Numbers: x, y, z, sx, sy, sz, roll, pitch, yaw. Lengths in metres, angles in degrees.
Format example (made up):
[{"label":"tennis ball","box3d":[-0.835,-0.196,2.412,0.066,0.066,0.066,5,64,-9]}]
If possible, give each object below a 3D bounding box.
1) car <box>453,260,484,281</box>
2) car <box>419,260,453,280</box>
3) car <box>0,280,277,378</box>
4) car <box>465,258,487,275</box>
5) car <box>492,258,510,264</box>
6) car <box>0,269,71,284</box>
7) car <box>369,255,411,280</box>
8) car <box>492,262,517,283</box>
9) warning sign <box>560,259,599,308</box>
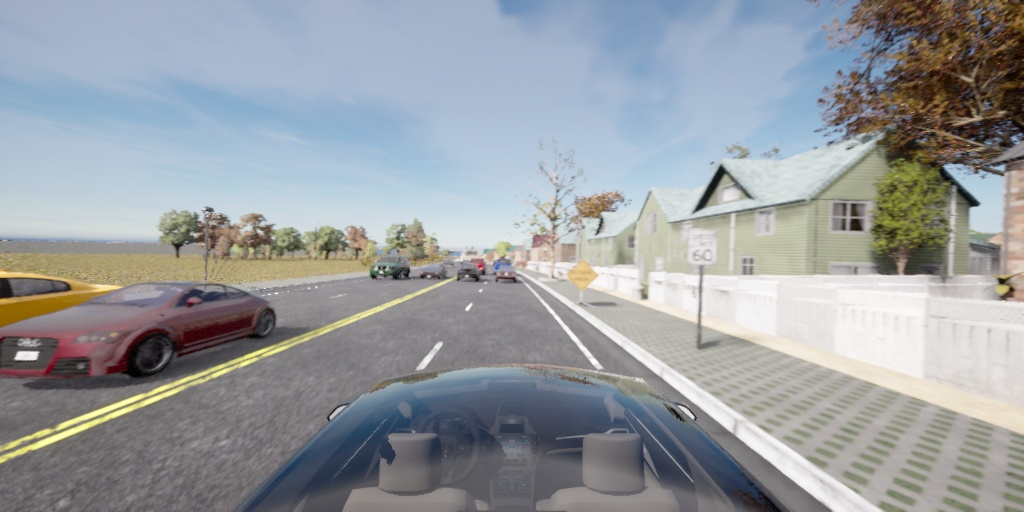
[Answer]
[{"label":"car","box3d":[-3.783,1.423,32.128,1.837,1.490,4.892,1,0,-2]},{"label":"car","box3d":[-7.156,1.389,33.271,2.033,1.411,5.357,1,-1,-2]},{"label":"car","box3d":[-6.603,1.182,6.863,1.994,1.385,4.181,2,0,-1]},{"label":"car","box3d":[-4.393,1.251,45.716,2.150,2.045,5.566,1,0,-3]},{"label":"car","box3d":[-1.164,1.338,46.206,2.150,2.045,5.566,1,0,-3]},{"label":"car","box3d":[-9.841,1.005,6.155,1.882,1.535,5.008,2,0,-1]},{"label":"car","box3d":[-10.335,0.961,30.928,2.150,2.045,5.566,1,-1,-1]},{"label":"car","box3d":[-0.525,1.546,31.831,2.033,1.411,5.357,1,-1,-2]},{"label":"warning sign","box3d":[2.751,1.042,14.324,1.300,1.860,1.060,0,0,-1]}]
